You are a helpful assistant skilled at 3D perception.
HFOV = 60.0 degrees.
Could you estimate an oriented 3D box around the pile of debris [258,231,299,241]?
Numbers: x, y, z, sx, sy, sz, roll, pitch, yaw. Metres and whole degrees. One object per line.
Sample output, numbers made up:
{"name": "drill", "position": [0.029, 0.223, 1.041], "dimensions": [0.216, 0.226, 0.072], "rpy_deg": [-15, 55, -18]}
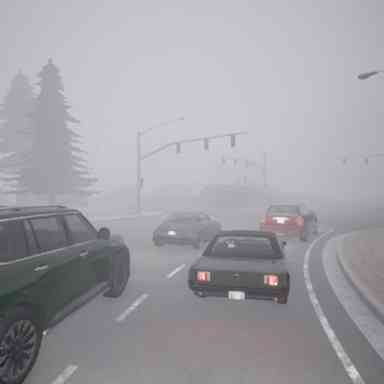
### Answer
{"name": "pile of debris", "position": [4.249, 2.124, 16.199], "dimensions": [1.500, 0.140, 1.860], "rpy_deg": [0, 0, 29]}

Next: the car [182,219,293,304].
{"name": "car", "position": [1.355, 1.578, 8.175], "dimensions": [1.895, 1.301, 4.718], "rpy_deg": [0, 0, 14]}

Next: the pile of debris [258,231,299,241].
{"name": "pile of debris", "position": [4.249, 2.124, 16.199], "dimensions": [1.500, 0.140, 1.860], "rpy_deg": [0, 0, 29]}

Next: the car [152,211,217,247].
{"name": "car", "position": [-0.069, 1.530, 14.540], "dimensions": [1.994, 1.385, 4.181], "rpy_deg": [0, 0, 20]}

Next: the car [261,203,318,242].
{"name": "car", "position": [4.869, 1.299, 16.436], "dimensions": [2.097, 1.767, 4.553], "rpy_deg": [0, 0, 28]}

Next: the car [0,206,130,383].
{"name": "car", "position": [-2.803, 1.219, 5.442], "dimensions": [2.150, 2.045, 5.566], "rpy_deg": [0, 0, 8]}
